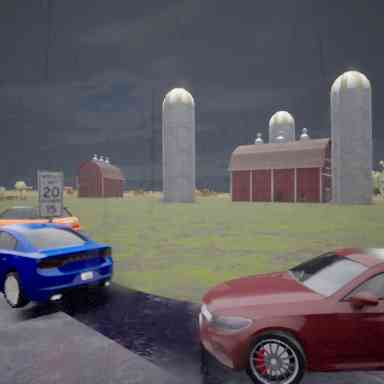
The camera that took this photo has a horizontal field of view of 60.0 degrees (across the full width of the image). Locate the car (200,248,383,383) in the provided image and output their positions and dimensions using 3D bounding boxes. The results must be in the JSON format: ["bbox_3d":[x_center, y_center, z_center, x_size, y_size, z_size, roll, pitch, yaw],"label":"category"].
[{"bbox_3d":[2.453,1.549,4.651,4.674,1.442,1.812,1,0,-2],"label":"car"}]

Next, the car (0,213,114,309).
[{"bbox_3d":[-3.995,1.479,7.983,5.008,1.535,1.882,0,0,38],"label":"car"}]

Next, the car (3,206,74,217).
[{"bbox_3d":[-7.057,1.365,14.031,4.553,1.767,2.097,0,0,15],"label":"car"}]
